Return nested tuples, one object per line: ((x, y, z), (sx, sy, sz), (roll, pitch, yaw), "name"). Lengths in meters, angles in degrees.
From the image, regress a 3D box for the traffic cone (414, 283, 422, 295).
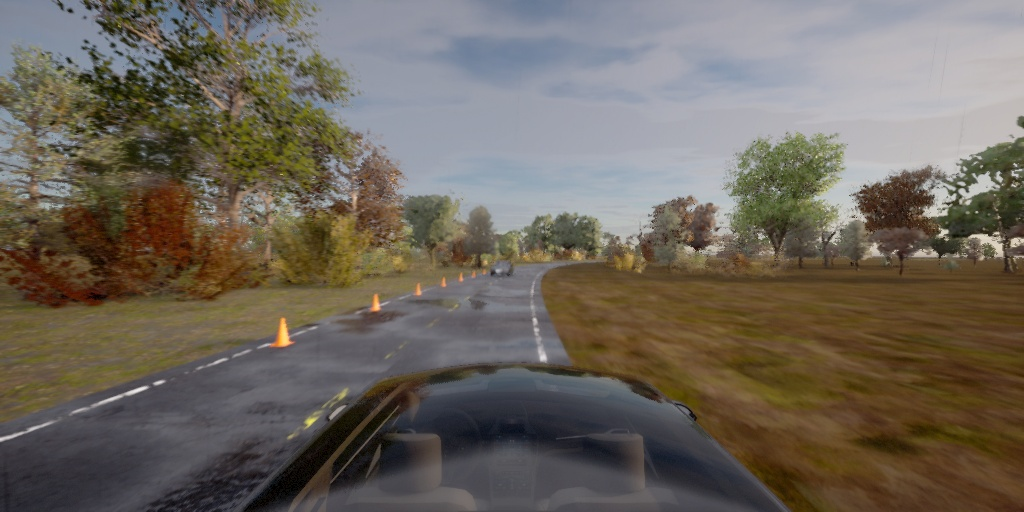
((-4.714, 1.649, 18.019), (0.340, 0.580, 0.340), (0, 0, 3), "traffic cone")

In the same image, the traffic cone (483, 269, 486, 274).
((-2.934, 1.642, 38.125), (0.340, 0.580, 0.340), (0, 0, 7), "traffic cone")

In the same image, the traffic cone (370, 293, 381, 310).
((-4.939, 1.652, 12.977), (0.340, 0.580, 0.340), (0, 0, 2), "traffic cone")

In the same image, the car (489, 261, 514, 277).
((-0.922, 1.200, 34.321), (2.128, 1.511, 4.902), (1, 0, 7), "car")

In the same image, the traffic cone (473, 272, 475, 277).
((-3.510, 1.643, 33.111), (0.340, 0.580, 0.340), (0, 0, 6), "traffic cone")

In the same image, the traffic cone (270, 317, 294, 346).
((-5.077, 1.655, 7.933), (0.340, 0.580, 0.340), (0, 0, 1), "traffic cone")

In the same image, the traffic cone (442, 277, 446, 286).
((-4.400, 1.646, 23.057), (0.340, 0.580, 0.340), (0, 0, 4), "traffic cone")

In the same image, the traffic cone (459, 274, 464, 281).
((-3.999, 1.644, 28.088), (0.340, 0.580, 0.340), (0, 0, 5), "traffic cone")
